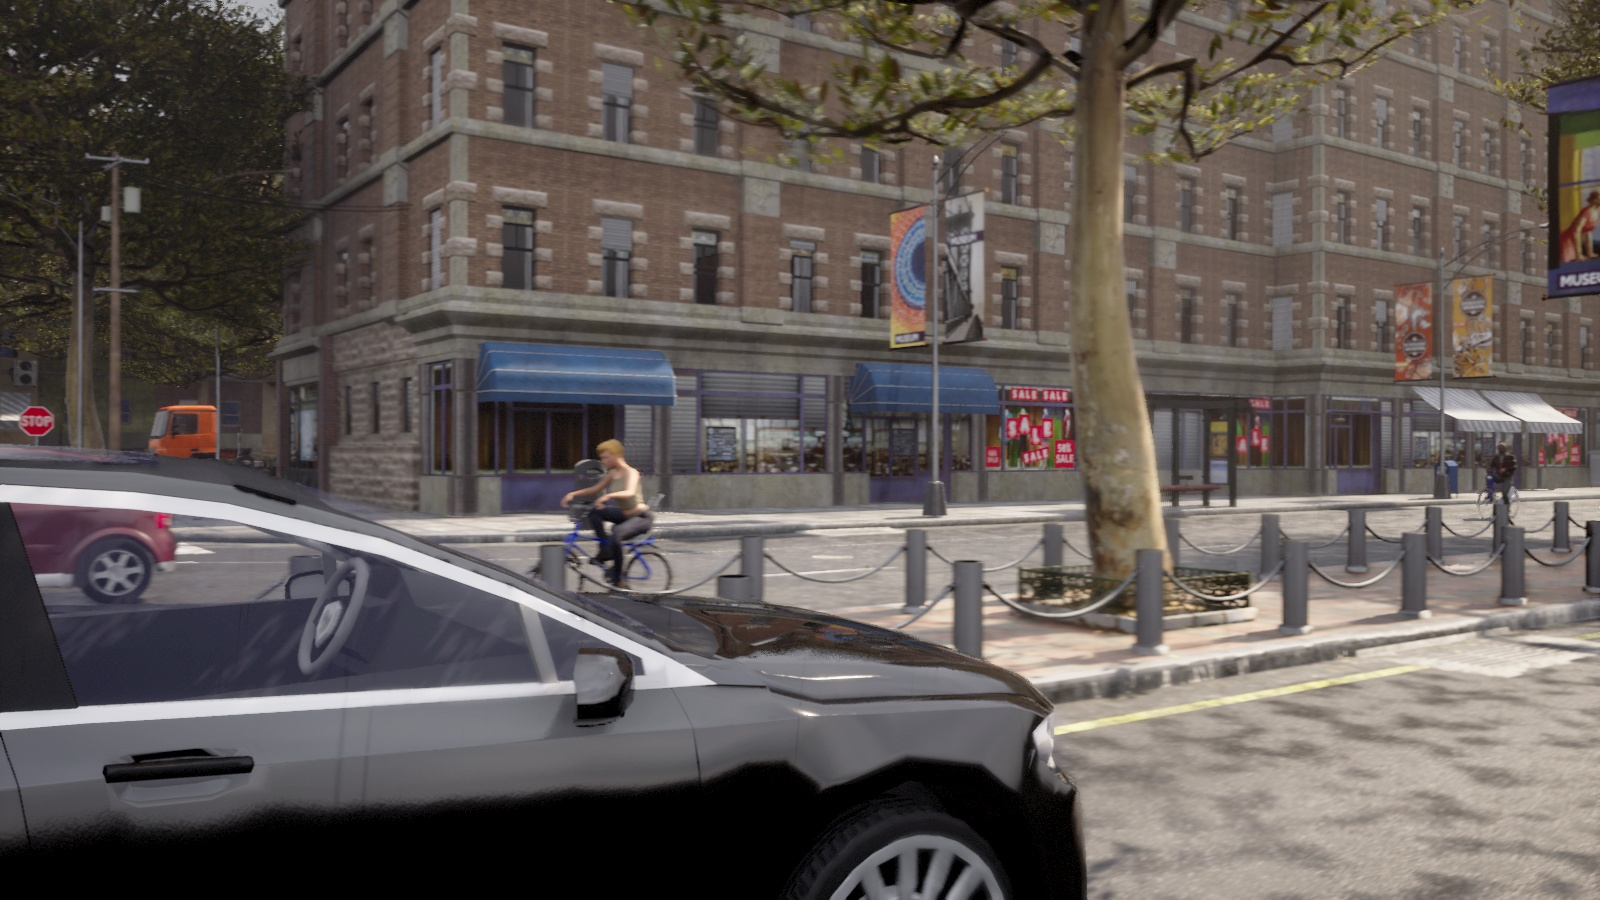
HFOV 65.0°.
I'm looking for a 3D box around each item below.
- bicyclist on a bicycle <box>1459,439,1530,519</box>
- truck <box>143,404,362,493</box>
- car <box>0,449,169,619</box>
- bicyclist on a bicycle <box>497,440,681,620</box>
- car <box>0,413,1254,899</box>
[{"bbox_3d":[15.903,0.652,28.739,1.843,1.776,0.659,0,0,-35],"label":"bicyclist on a bicycle"},{"bbox_3d":[-22.759,-0.062,52.426,7.936,3.462,2.891,0,0,-35],"label":"truck"},{"bbox_3d":[-8.207,0.770,11.958,3.705,1.549,1.789,0,0,-35],"label":"car"},{"bbox_3d":[-2.012,0.715,11.999,1.509,1.612,0.866,0,0,-35],"label":"bicyclist on a bicycle"},{"bbox_3d":[-1.480,0.711,2.629,4.902,1.511,2.128,0,0,-35],"label":"car"}]
